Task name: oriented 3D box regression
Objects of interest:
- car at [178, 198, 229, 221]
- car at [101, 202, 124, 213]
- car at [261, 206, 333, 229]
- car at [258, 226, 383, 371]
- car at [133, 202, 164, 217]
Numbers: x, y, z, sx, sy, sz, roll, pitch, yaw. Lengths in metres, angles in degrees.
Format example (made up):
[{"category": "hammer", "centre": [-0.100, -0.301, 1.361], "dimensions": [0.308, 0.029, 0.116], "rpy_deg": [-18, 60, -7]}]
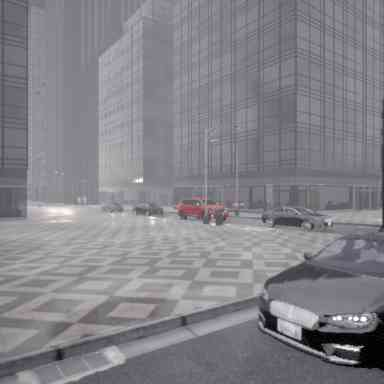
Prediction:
[{"category": "car", "centre": [0.884, 1.568, 30.059], "dimensions": [2.150, 2.045, 5.566], "rpy_deg": [0, -1, -37]}, {"category": "car", "centre": [-11.221, 2.170, 46.847], "dimensions": [1.837, 1.490, 4.892], "rpy_deg": [0, 0, -36]}, {"category": "car", "centre": [6.793, 1.683, 21.924], "dimensions": [2.128, 1.511, 4.902], "rpy_deg": [0, -1, -36]}, {"category": "car", "centre": [3.237, 1.491, 5.687], "dimensions": [4.902, 1.511, 2.128], "rpy_deg": [0, 0, -35]}, {"category": "car", "centre": [-5.087, 1.980, 38.311], "dimensions": [1.882, 1.535, 5.008], "rpy_deg": [0, -1, -36]}]
